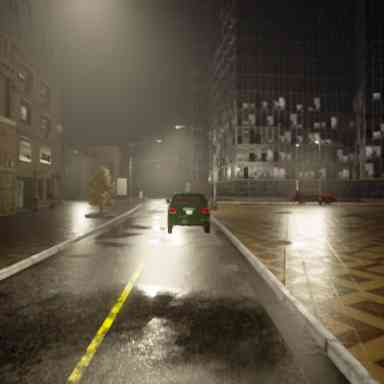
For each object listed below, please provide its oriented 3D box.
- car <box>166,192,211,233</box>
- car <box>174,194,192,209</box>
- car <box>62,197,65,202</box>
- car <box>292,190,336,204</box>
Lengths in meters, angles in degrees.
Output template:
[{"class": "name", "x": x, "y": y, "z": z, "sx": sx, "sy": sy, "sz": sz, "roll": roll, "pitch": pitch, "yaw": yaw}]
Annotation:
[{"class": "car", "x": -0.238, "y": 0.986, "z": 18.156, "sx": 2.150, "sy": 2.045, "sz": 5.566, "roll": 0, "pitch": 1, "yaw": -3}, {"class": "car", "x": -0.986, "y": 1.044, "z": 36.931, "sx": 1.812, "sy": 1.442, "sz": 4.674, "roll": 0, "pitch": 1, "yaw": 1}, {"class": "car", "x": -21.803, "y": 0.881, "z": 51.568, "sx": 4.313, "sy": 1.339, "sz": 1.947, "roll": 0, "pitch": 0, "yaw": 16}, {"class": "car", "x": 14.840, "y": 0.652, "z": 40.681, "sx": 5.009, "sy": 1.841, "sz": 2.192, "roll": 0, "pitch": 0, "yaw": 16}]
